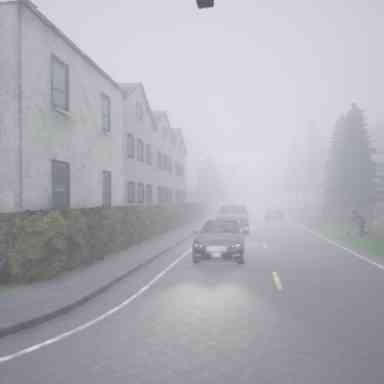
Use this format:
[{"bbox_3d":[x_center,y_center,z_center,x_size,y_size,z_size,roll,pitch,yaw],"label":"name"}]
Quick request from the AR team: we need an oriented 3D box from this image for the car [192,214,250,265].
[{"bbox_3d":[1.211,1.873,13.391,2.128,1.511,4.902,-1,-2,10],"label":"car"}]

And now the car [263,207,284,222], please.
[{"bbox_3d":[8.837,2.385,35.932,2.128,1.511,4.902,-1,-2,10],"label":"car"}]

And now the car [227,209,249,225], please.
[{"bbox_3d":[4.644,2.457,33.093,1.994,1.385,4.181,-1,-2,10],"label":"car"}]

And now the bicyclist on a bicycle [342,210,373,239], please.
[{"bbox_3d":[9.335,1.833,18.773,1.656,1.620,0.582,-2,-2,10],"label":"bicyclist on a bicycle"}]

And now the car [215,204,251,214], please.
[{"bbox_3d":[2.898,1.858,23.218,2.150,2.045,5.566,-1,-2,10],"label":"car"}]
